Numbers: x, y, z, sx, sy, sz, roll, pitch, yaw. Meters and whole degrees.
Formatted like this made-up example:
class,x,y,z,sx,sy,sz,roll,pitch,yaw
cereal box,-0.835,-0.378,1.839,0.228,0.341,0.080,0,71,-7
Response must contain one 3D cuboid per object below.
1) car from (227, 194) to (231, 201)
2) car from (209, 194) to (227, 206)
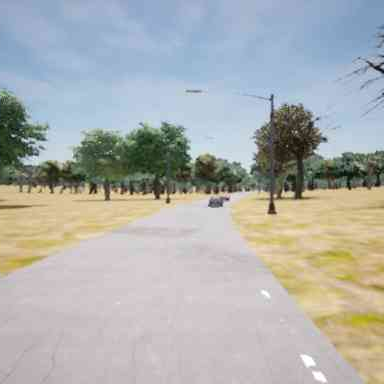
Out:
class,x,y,z,sx,sy,sz,roll,pitch,yaw
car,6.429,1.071,64.517,1.895,1.301,4.718,0,1,11
car,3.377,1.162,46.014,2.128,1.511,4.902,0,1,8
